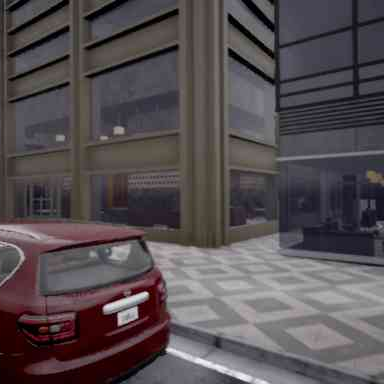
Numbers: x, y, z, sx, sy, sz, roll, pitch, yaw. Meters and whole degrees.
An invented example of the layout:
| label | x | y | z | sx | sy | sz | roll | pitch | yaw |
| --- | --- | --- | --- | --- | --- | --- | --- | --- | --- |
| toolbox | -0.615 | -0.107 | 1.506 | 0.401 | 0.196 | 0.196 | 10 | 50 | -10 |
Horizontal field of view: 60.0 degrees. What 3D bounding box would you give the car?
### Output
| label | x | y | z | sx | sy | sz | roll | pitch | yaw |
| --- | --- | --- | --- | --- | --- | --- | --- | --- | --- |
| car | -2.584 | 1.316 | 4.702 | 5.009 | 1.841 | 2.192 | 0 | -1 | 36 |
